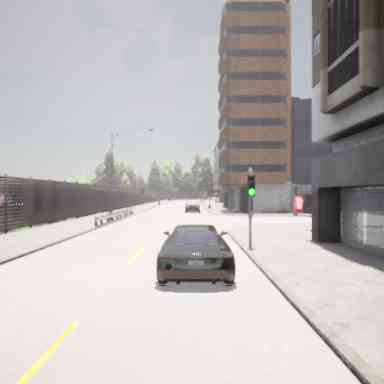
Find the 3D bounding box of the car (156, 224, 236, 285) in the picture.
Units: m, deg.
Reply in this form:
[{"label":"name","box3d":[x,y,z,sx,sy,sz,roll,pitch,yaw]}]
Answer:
[{"label":"car","box3d":[0.094,1.624,9.705,1.994,1.385,4.181,0,0,0]}]

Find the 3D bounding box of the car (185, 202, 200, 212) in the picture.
[{"label":"car","box3d":[0.081,1.858,42.246,1.895,1.301,4.718,0,0,0]}]
